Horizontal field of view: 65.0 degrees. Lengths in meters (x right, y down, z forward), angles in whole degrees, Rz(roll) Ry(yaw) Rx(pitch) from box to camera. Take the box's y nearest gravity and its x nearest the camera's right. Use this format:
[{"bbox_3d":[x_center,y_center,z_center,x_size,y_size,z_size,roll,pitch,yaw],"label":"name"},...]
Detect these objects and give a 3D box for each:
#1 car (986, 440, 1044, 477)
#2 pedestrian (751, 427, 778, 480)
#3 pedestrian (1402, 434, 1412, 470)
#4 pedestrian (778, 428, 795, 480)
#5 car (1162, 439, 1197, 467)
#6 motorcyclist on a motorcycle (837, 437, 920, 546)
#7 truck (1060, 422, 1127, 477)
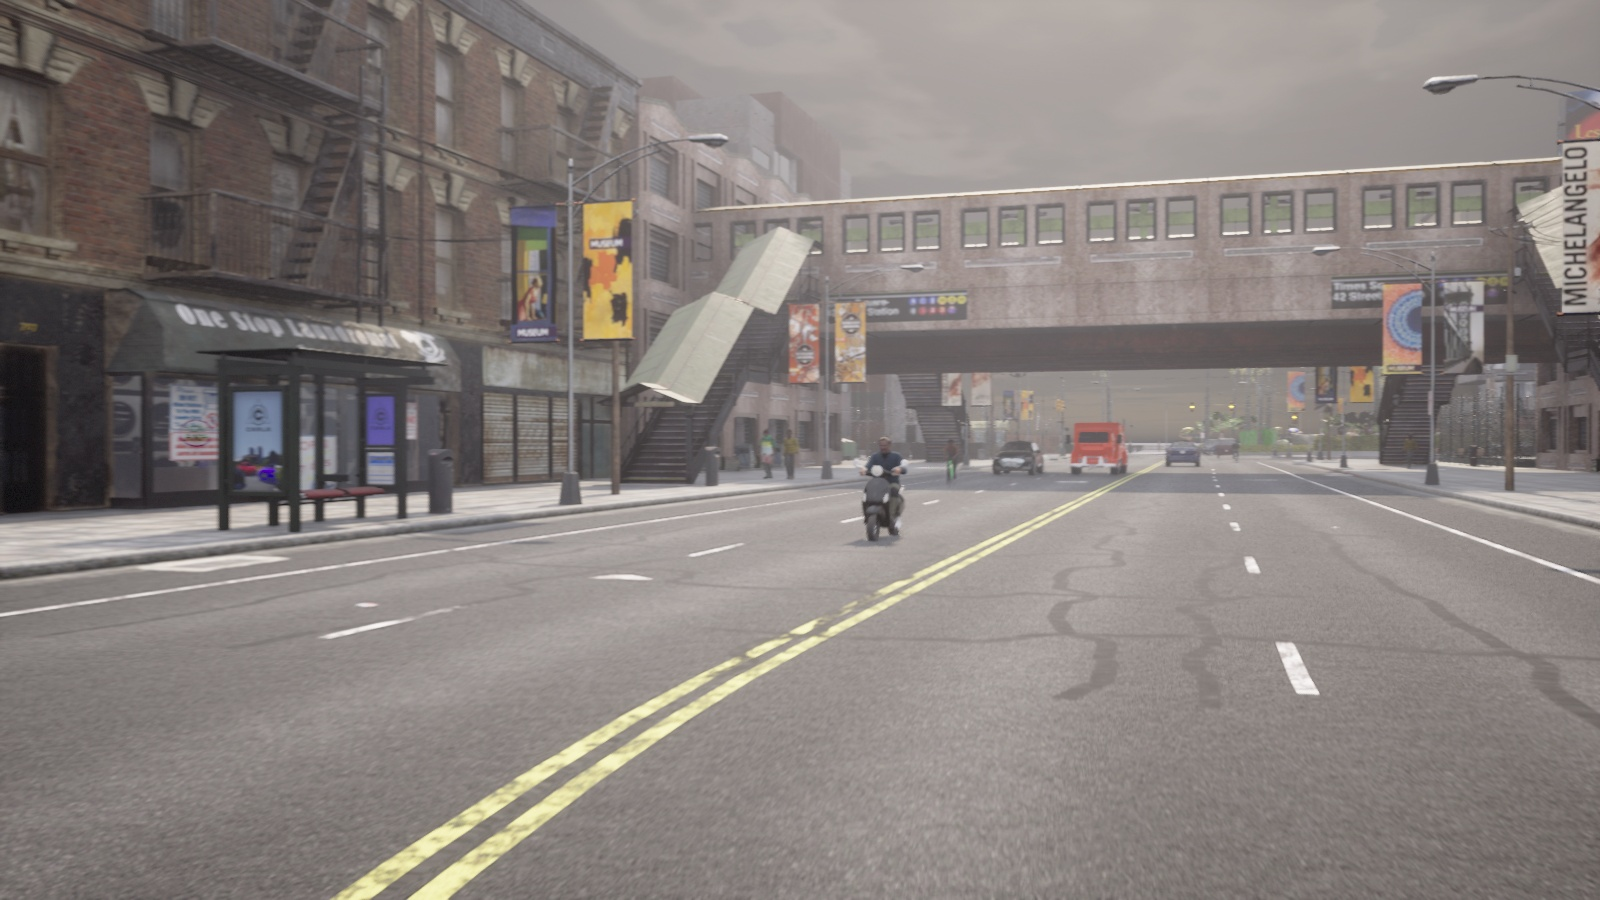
[{"bbox_3d":[10.194,0.361,59.249,2.033,1.649,4.856,0,0,18],"label":"car"},{"bbox_3d":[-1.305,0.136,46.615,0.659,1.952,0.873,0,0,28],"label":"pedestrian"},{"bbox_3d":[31.290,0.099,64.766,0.370,1.835,0.726,0,0,19],"label":"pedestrian"},{"bbox_3d":[-0.483,0.148,44.883,0.431,1.840,0.709,0,0,18],"label":"pedestrian"},{"bbox_3d":[24.560,0.195,81.128,2.097,1.767,4.553,0,0,18],"label":"car"},{"bbox_3d":[1.229,0.593,19.266,0.866,1.590,1.817,0,0,18],"label":"motorcyclist on a motorcycle"},{"bbox_3d":[13.996,-0.050,59.616,2.627,2.467,5.204,0,0,18],"label":"truck"}]
